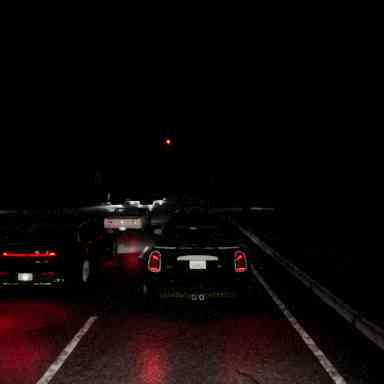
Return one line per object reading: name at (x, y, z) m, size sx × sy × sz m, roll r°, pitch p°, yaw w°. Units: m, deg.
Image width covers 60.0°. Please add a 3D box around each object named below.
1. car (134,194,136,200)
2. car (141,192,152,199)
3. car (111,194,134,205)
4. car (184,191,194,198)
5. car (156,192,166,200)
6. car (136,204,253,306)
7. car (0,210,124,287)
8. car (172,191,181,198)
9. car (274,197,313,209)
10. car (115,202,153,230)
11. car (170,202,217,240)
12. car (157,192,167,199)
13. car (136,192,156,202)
car at (-10.564, 1.074, 64.745) m, size 1.895 × 1.301 × 4.718 m, roll 0°, pitch 1°, yaw 0°
car at (-10.765, 0.810, 79.844) m, size 2.128 × 1.511 × 4.902 m, roll 0°, pitch 1°, yaw -2°
car at (-10.810, 1.102, 50.093) m, size 2.128 × 1.511 × 4.902 m, roll 0°, pitch 1°, yaw 3°
car at (-0.539, 0.707, 86.157) m, size 1.812 × 1.442 × 4.674 m, roll 0°, pitch 1°, yaw -4°
car at (-7.050, 1.024, 69.230) m, size 1.895 × 1.301 × 4.718 m, roll 0°, pitch 1°, yaw -1°
car at (0.101, 1.323, 8.152) m, size 2.097 × 1.767 × 4.553 m, roll 0°, pitch 0°, yaw 0°
car at (-3.400, 1.468, 9.210) m, size 1.837 × 1.490 × 4.892 m, roll 0°, pitch 0°, yaw 0°
car at (-4.014, 0.692, 85.661) m, size 1.837 × 1.490 × 4.892 m, roll 0°, pitch 1°, yaw -4°
car at (12.191, 1.306, 39.206) m, size 4.718 × 1.301 × 1.895 m, roll 0°, pitch 1°, yaw -3°
car at (-3.405, 1.487, 18.530) m, size 1.895 × 1.301 × 4.718 m, roll 0°, pitch 1°, yaw 0°
car at (0.089, 1.388, 17.348) m, size 2.128 × 1.511 × 4.902 m, roll 0°, pitch 0°, yaw 1°
car at (-7.307, 0.809, 80.943) m, size 2.033 × 1.411 × 5.357 m, roll 0°, pitch 1°, yaw -2°
car at (-6.911, 1.084, 50.518) m, size 1.882 × 1.535 × 5.008 m, roll 0°, pitch 1°, yaw -3°
